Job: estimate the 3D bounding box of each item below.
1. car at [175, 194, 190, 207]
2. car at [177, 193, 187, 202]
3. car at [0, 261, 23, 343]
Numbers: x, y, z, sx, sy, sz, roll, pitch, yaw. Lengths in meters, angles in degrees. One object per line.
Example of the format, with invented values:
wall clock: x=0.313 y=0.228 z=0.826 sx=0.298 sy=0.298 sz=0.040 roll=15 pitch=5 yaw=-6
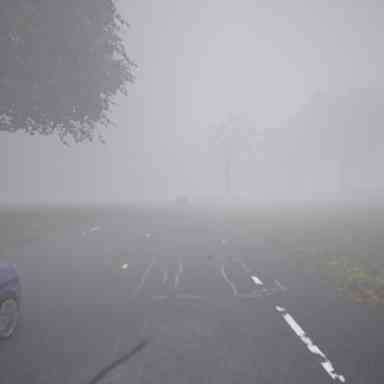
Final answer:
car: x=-1.247 y=1.193 z=43.663 sx=2.033 sy=1.411 sz=5.357 roll=-1 pitch=1 yaw=-2
car: x=-1.879 y=1.026 z=62.410 sx=1.812 sy=1.442 sz=4.674 roll=-1 pitch=0 yaw=-2
car: x=-3.646 y=1.566 z=3.734 sx=1.812 sy=1.442 sz=4.674 roll=-1 pitch=0 yaw=-2
